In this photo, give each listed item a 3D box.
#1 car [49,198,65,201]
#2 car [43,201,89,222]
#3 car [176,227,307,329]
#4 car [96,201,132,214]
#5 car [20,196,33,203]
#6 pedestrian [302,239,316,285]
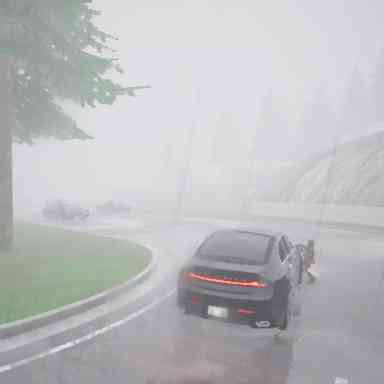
[{"bbox_3d":[-16.299,1.505,39.982,1.837,1.490,4.892,0,0,-34],"label":"car"},{"bbox_3d":[-9.998,1.601,26.080,1.895,1.301,4.718,0,0,-44],"label":"car"},{"bbox_3d":[1.269,1.505,7.104,1.837,1.490,4.892,2,1,21],"label":"car"},{"bbox_3d":[-8.261,1.601,34.657,1.895,1.301,4.718,0,0,-40],"label":"car"},{"bbox_3d":[-33.615,1.553,67.564,1.994,1.385,4.181,0,0,-32],"label":"car"},{"bbox_3d":[2.870,1.674,8.089,0.500,1.100,0.500,0,0,10],"label":"pedestrian"}]
